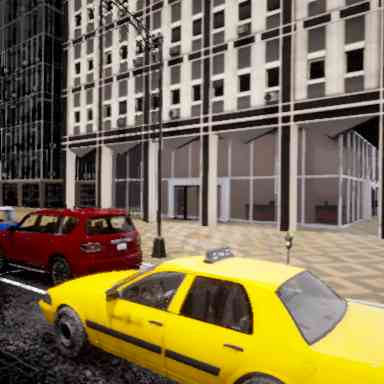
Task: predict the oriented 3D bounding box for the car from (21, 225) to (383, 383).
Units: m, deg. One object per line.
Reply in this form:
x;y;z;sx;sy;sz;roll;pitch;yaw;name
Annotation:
0.090;1.484;4.302;5.366;1.575;1.801;0;0;36;car

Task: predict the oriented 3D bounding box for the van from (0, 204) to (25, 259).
-8.171;1.386;12.520;3.998;1.788;1.690;0;0;36;van

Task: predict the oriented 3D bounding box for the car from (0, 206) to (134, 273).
-3.576;1.358;9.175;5.009;1.841;2.192;0;0;36;car
